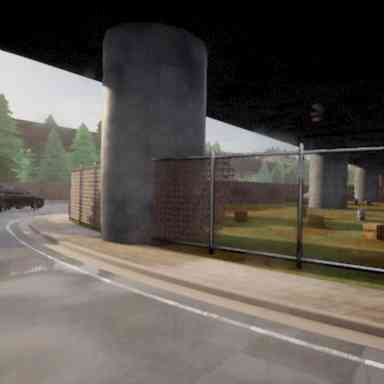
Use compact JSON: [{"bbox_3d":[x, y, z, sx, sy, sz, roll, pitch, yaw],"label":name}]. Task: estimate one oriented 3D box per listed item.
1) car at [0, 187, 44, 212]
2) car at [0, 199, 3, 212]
[{"bbox_3d":[-15.220,0.565,28.133,2.150,2.045,5.566,1,1,20],"label":"car"},{"bbox_3d":[-10.099,1.087,15.368,1.882,1.535,5.008,0,1,-33],"label":"car"}]
